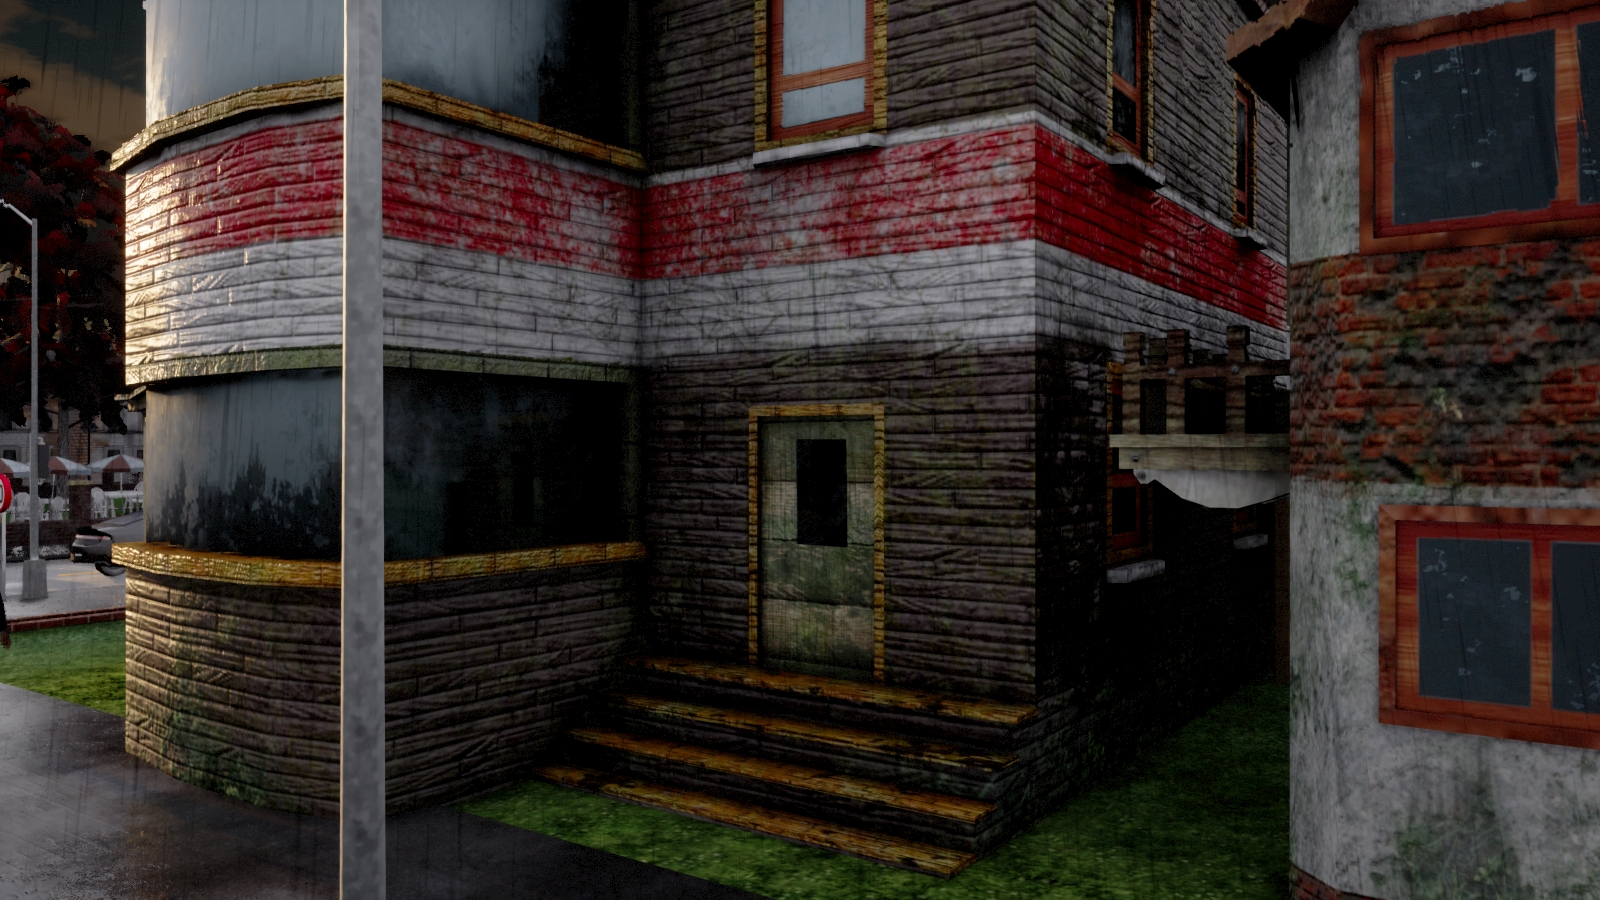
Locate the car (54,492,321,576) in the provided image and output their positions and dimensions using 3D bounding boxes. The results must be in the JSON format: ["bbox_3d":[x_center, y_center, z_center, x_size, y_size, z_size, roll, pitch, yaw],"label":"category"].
[{"bbox_3d":[-13.748,1.817,25.958,2.128,1.511,4.902,0,0,34],"label":"car"}]
